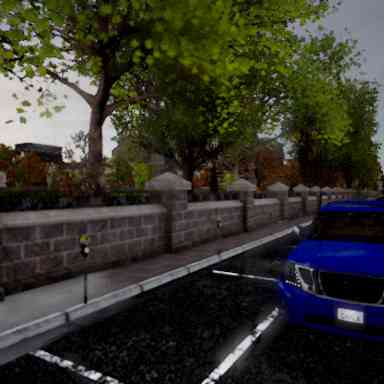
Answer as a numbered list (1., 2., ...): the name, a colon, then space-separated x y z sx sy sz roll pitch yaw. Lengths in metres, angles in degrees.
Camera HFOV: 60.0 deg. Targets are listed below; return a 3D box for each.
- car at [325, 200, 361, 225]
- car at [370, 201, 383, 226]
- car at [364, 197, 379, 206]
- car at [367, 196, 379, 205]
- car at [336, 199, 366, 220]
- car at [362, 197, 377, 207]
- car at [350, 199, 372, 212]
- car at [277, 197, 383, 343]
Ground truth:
1. car: 11.210 1.450 24.565 1.967 1.590 4.097 0 0 31
2. car: 14.176 1.511 24.283 1.837 1.490 4.892 0 1 31
3. car: 31.504 1.598 58.349 2.008 1.369 4.403 0 0 31
4. car: 34.315 1.581 63.030 1.752 1.417 4.829 0 0 31
5. car: 14.108 1.454 29.390 1.967 1.590 4.097 0 0 31
6. car: 28.517 1.565 53.377 1.752 1.417 4.829 0 0 31
7. car: 19.907 1.573 39.043 2.008 1.369 4.403 0 0 31
8. car: 3.443 1.222 6.599 2.150 2.045 5.566 0 0 31
